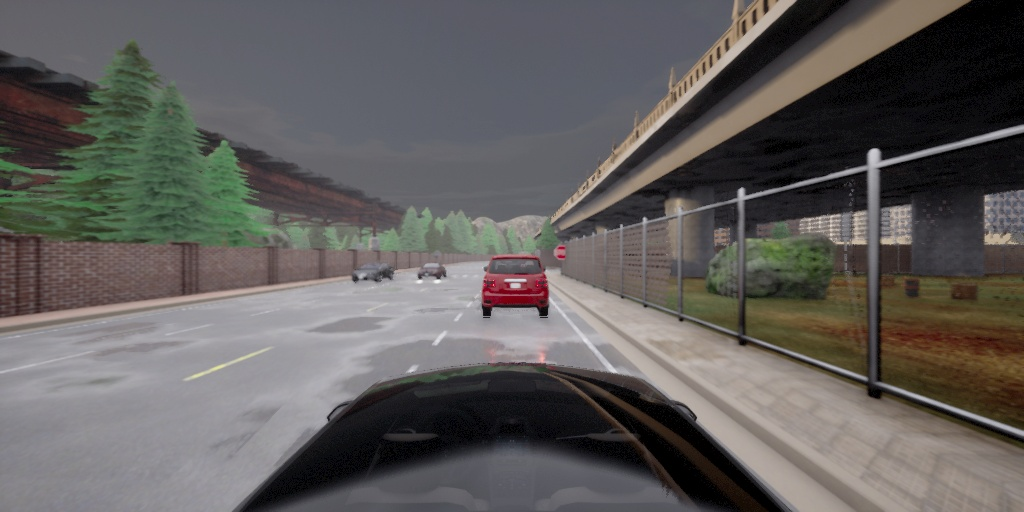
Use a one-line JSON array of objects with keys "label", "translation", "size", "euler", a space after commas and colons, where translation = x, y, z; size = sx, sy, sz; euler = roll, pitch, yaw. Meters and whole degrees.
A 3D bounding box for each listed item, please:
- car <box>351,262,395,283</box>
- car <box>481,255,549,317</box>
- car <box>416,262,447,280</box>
[{"label": "car", "translation": [-10.542, 1.240, 27.539], "size": [2.128, 1.511, 4.902], "euler": [0, 0, 0]}, {"label": "car", "translation": [0.104, 0.971, 13.262], "size": [2.150, 2.045, 5.566], "euler": [0, 0, 0]}, {"label": "car", "translation": [-6.999, 1.274, 31.797], "size": [1.812, 1.442, 4.674], "euler": [0, 0, 0]}]
